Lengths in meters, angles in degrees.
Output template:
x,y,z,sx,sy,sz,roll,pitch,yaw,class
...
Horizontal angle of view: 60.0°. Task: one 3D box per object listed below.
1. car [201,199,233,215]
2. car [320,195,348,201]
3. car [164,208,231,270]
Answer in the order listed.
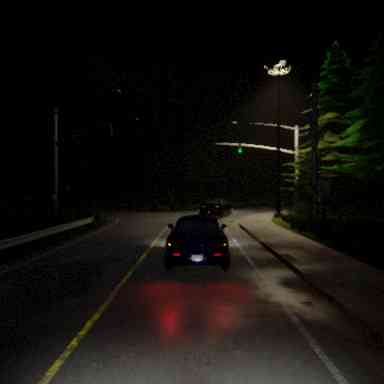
x,y,z,sx,sy,sz,roll,pitch,yaw,class
2.138,1.334,28.161,2.128,1.511,4.902,0,0,19,car
19.176,1.221,46.187,5.008,1.535,1.882,0,0,-9,car
0.168,1.464,10.640,1.812,1.442,4.674,0,0,1,car
